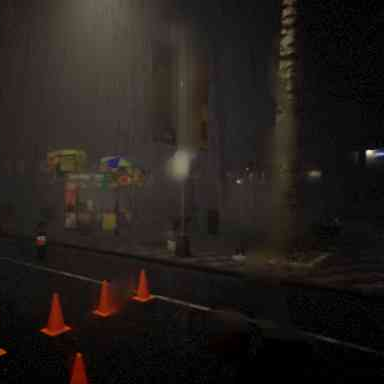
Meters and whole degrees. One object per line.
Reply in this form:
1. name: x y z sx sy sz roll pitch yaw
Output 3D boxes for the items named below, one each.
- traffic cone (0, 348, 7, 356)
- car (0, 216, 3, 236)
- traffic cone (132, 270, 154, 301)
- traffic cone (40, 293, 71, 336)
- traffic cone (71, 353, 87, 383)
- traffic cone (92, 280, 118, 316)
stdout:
1. traffic cone: -2.777 1.932 4.548 0.340 0.580 0.340 0 0 36
2. car: -11.258 1.262 16.267 4.553 1.767 2.185 0 0 36
3. traffic cone: -1.030 1.933 6.987 0.340 0.580 0.340 0 0 36
4. traffic cone: -2.195 1.932 5.361 0.340 0.580 0.340 0 0 36
5. traffic cone: -1.152 1.942 3.383 0.340 0.580 0.340 0 0 36
6. traffic cone: -1.613 1.933 6.174 0.340 0.580 0.340 0 0 36
